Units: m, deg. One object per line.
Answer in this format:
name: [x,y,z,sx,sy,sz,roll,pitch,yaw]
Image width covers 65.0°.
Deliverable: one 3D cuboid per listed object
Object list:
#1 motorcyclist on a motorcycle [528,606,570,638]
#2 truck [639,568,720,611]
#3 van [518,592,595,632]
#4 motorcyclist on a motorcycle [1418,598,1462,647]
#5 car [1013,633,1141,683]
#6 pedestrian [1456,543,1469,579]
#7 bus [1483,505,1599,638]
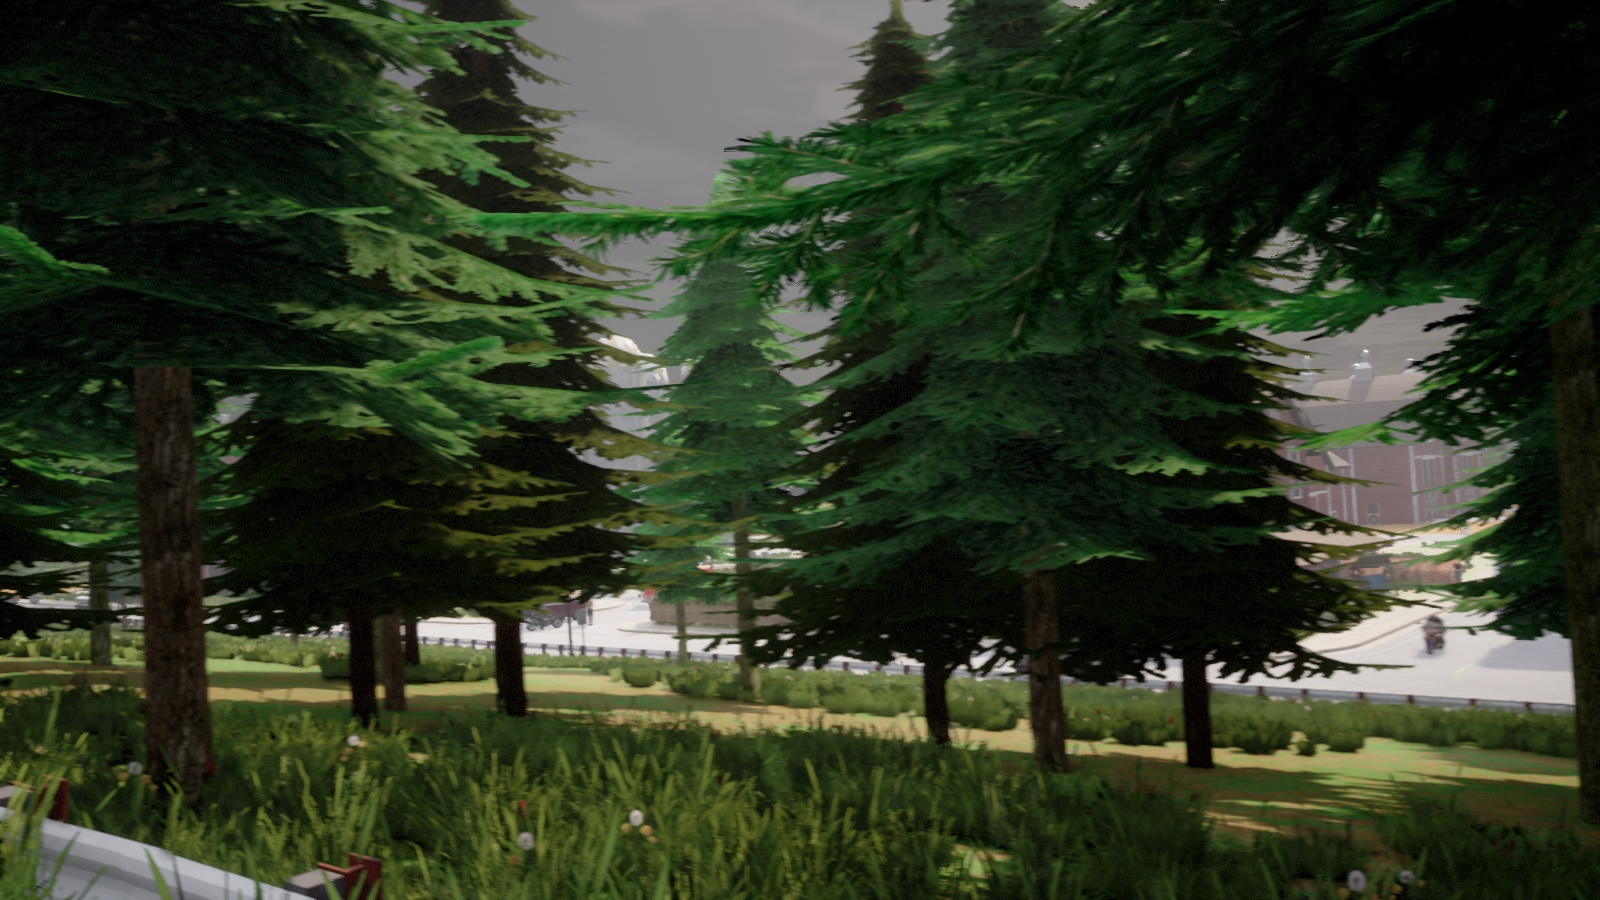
motorcyclist on a motorcycle: [-15.407,10.533,77.102,2.350,1.649,0.766,-3,-2,-26]
truck: [-8.573,9.917,89.502,2.627,2.467,5.204,-6,-2,41]
van: [-15.689,10.444,81.056,2.069,2.038,4.480,-6,-3,38]
motorcyclist on a motorcycle: [24.362,6.543,47.762,0.866,1.530,2.191,-6,-2,41]
car: [10.319,7.732,46.963,4.193,1.474,1.816,-6,-2,41]
pedestrian: [34.958,5.865,66.247,0.345,1.836,0.594,-6,-2,40]
bus: [31.082,4.685,50.633,3.944,4.253,10.273,-6,-2,40]
